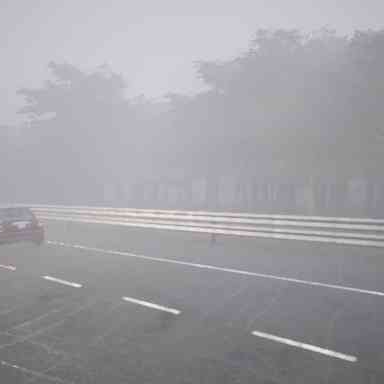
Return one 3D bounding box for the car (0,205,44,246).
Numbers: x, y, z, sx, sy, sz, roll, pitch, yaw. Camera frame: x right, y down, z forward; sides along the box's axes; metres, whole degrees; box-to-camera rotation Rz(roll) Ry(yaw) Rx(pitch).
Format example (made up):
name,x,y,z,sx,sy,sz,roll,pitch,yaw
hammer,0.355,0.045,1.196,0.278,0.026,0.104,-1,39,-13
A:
name,x,y,z,sx,sy,sz,roll,pitch,yaw
car,-8.328,1.352,14.128,4.553,1.767,2.097,0,0,36
